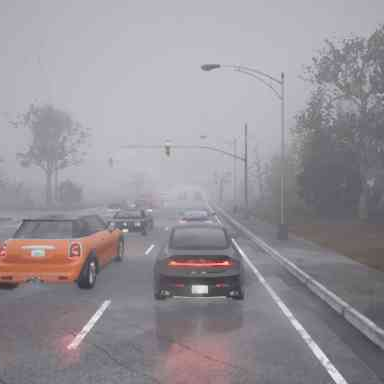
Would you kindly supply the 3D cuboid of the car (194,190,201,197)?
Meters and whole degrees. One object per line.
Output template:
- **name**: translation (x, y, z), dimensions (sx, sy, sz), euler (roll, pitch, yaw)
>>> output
- **car**: translation (1.485, 0.315, 85.587), dimensions (1.837, 1.490, 4.892), euler (0, 3, 1)

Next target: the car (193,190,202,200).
- **car**: translation (1.281, 1.052, 75.173), dimensions (2.033, 1.411, 5.357), euler (0, 3, 1)

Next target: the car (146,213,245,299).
- **car**: translation (0.164, 1.505, 8.410), dimensions (1.837, 1.490, 4.892), euler (0, 0, 1)

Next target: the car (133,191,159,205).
- **car**: translation (-6.386, 1.221, 45.987), dimensions (2.150, 2.045, 5.566), euler (0, 0, 1)

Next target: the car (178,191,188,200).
- **car**: translation (-2.218, 1.012, 75.239), dimensions (1.837, 1.490, 4.892), euler (0, 3, 1)

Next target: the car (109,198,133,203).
- **car**: translation (-9.906, 1.546, 45.037), dimensions (2.033, 1.411, 5.357), euler (0, 0, 1)

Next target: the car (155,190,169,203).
- **car**: translation (-5.863, 1.066, 68.245), dimensions (2.150, 2.045, 5.566), euler (0, 2, 1)

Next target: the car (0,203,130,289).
- **car**: translation (-3.325, 1.352, 9.351), dimensions (2.097, 1.767, 4.553), euler (0, 0, 1)

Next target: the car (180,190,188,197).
- **car**: translation (-2.015, 0.339, 85.657), dimensions (1.812, 1.442, 4.674), euler (0, 3, 1)

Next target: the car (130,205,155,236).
- **car**: translation (-3.242, 1.600, 18.436), dimensions (1.895, 1.301, 4.718), euler (0, 0, 0)

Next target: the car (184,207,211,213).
- **car**: translation (0.260, 1.525, 17.484), dimensions (1.812, 1.442, 4.674), euler (0, 0, 3)

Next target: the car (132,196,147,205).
- **car**: translation (-9.572, 1.502, 60.609), dimensions (1.837, 1.490, 4.892), euler (0, 0, 1)
